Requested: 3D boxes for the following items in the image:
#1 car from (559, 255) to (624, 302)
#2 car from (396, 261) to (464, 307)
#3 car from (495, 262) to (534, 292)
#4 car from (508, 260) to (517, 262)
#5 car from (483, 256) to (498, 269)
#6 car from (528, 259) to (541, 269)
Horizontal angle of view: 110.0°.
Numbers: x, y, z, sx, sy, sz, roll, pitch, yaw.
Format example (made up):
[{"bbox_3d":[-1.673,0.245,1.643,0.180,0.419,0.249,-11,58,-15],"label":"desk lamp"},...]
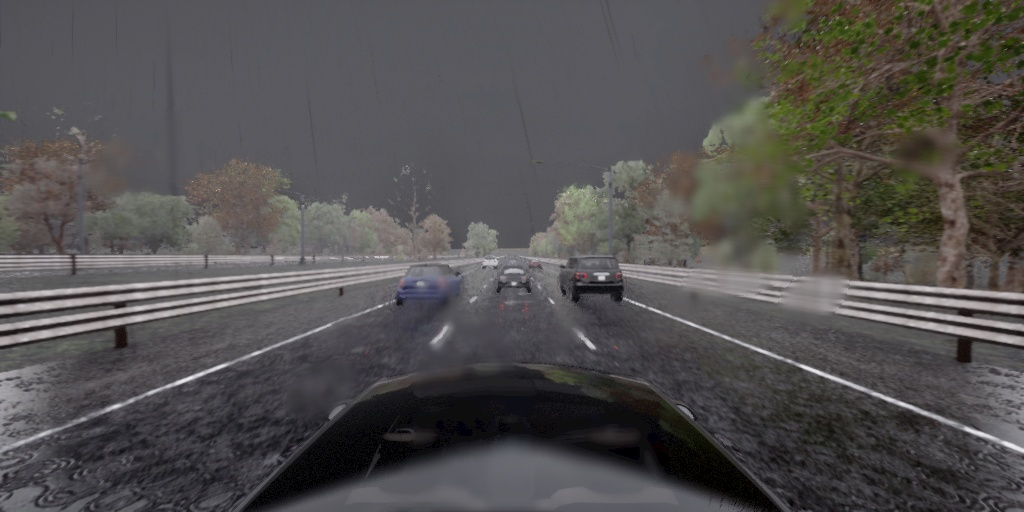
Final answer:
[{"bbox_3d":[3.600,0.972,17.089,2.150,2.045,5.566,0,0,0],"label":"car"},{"bbox_3d":[-3.401,1.100,15.670,2.097,1.767,4.553,0,0,0],"label":"car"},{"bbox_3d":[0.101,1.274,21.026,1.812,1.442,4.674,0,0,0],"label":"car"},{"bbox_3d":[0.101,1.291,57.380,2.033,1.411,5.357,0,0,0],"label":"car"},{"bbox_3d":[-3.396,0.966,56.890,2.150,2.045,5.566,0,0,0],"label":"car"},{"bbox_3d":[3.603,1.269,57.326,1.812,1.442,4.674,0,0,0],"label":"car"}]
